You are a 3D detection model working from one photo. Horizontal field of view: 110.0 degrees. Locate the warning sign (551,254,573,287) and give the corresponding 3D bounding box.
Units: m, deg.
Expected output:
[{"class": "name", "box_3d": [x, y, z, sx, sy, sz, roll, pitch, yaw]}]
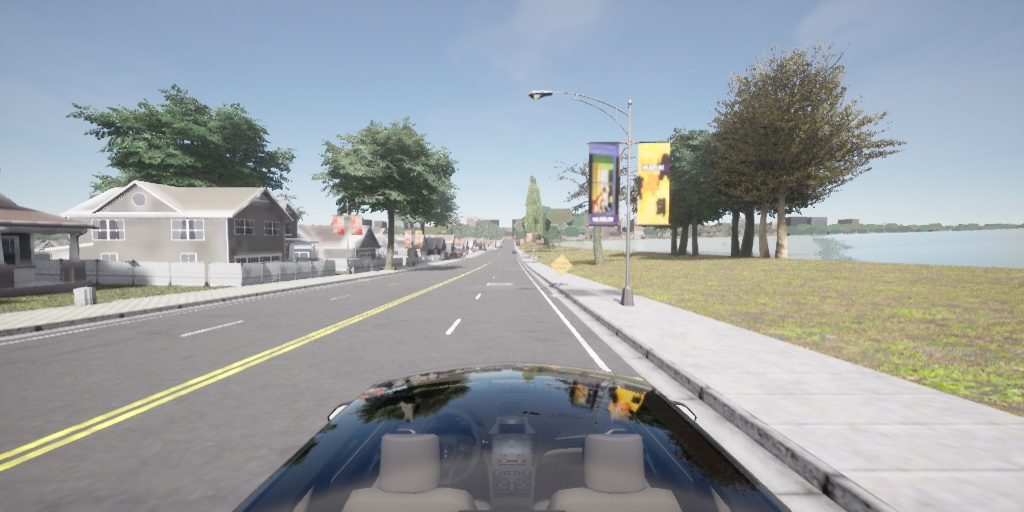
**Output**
[{"class": "warning sign", "box_3d": [2.850, 0.824, 21.023, 1.300, 1.860, 1.060, 0, 0, 0]}]
